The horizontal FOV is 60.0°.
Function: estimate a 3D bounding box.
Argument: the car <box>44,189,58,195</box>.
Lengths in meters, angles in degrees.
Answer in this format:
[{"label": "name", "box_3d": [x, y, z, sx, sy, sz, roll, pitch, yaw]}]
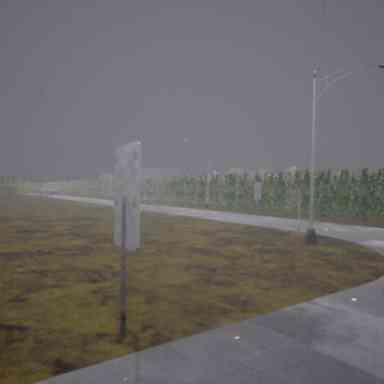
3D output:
[{"label": "car", "box_3d": [-35.445, 0.034, 84.557, 1.882, 1.535, 5.008, 1, 0, -35]}]
